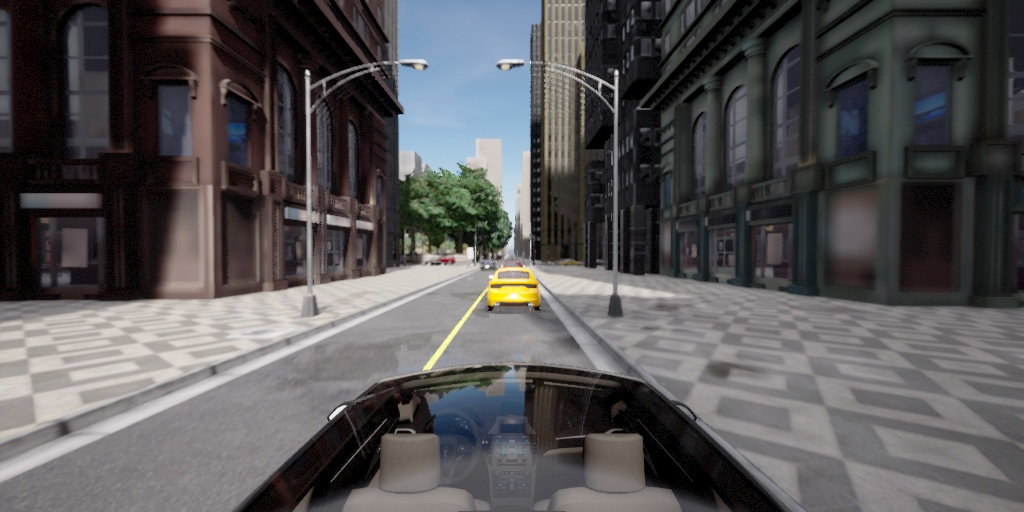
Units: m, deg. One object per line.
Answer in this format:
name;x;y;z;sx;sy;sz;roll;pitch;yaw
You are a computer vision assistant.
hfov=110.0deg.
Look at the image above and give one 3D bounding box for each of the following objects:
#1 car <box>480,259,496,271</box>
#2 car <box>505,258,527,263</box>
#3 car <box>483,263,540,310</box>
car;-3.079;1.175;47.127;2.128;1.511;4.902;0;0;0
car;0.080;1.172;30.221;1.882;1.535;5.008;0;0;0
car;0.074;1.200;14.463;1.882;1.535;5.008;0;0;0
